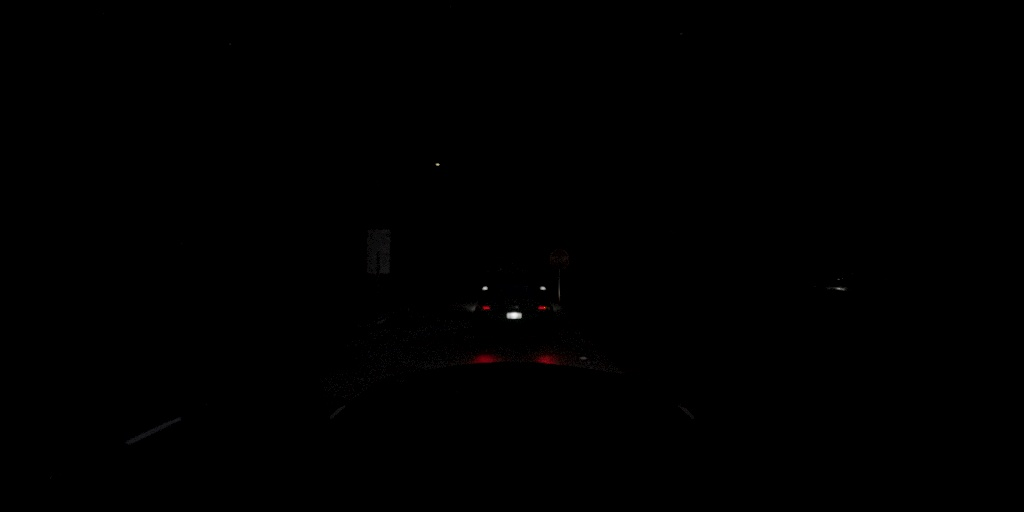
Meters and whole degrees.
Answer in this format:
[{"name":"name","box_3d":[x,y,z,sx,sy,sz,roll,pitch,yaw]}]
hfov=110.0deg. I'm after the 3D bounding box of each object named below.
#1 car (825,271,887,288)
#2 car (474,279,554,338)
[{"name":"car","box_3d":[30.920,2.096,32.280,4.674,1.442,1.812,1,-1,1]},{"name":"car","box_3d":[0.059,1.354,10.306,1.994,1.385,4.181,0,0,0]}]
